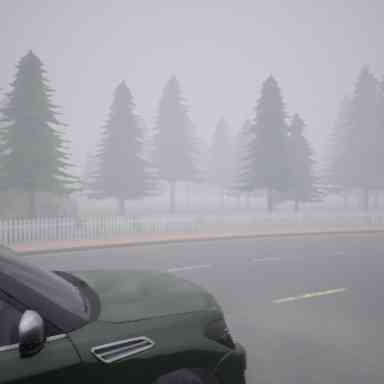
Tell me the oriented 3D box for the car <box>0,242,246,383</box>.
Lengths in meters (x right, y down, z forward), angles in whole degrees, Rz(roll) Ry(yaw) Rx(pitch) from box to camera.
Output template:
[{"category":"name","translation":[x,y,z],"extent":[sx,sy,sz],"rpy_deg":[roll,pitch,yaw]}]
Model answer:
[{"category":"car","translation":[-2.172,1.219,2.231],"extent":[5.566,2.045,2.150],"rpy_deg":[0,0,-35]}]
